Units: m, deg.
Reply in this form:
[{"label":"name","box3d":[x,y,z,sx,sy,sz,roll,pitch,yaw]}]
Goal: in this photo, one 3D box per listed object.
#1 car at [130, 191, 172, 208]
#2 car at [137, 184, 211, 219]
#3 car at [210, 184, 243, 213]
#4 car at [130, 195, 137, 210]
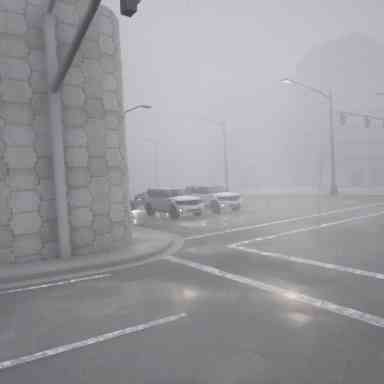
[{"label":"car","box3d":[-4.221,0.694,33.624,2.128,1.511,4.902,-5,3,-35]},{"label":"car","box3d":[-1.451,0.662,23.624,2.150,2.045,5.566,-5,3,-35]},{"label":"car","box3d":[1.395,0.427,25.648,2.150,2.045,5.566,-5,3,-35]},{"label":"car","box3d":[-6.872,1.002,31.325,1.994,1.385,4.181,-5,3,-35]}]
